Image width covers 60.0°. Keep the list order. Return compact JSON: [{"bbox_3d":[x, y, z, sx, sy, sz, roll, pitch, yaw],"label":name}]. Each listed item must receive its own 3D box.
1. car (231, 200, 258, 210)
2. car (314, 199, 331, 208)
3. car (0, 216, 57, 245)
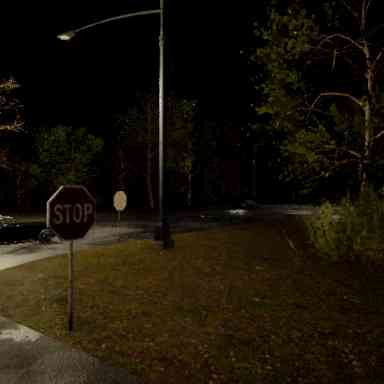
[{"bbox_3d":[7.503,1.822,47.212,2.033,1.411,5.357,0,0,36],"label":"car"},{"bbox_3d":[21.549,1.797,54.728,1.882,1.535,5.008,0,0,35],"label":"car"},{"bbox_3d":[-8.033,1.642,13.905,1.895,1.301,4.718,0,-1,36],"label":"car"}]
